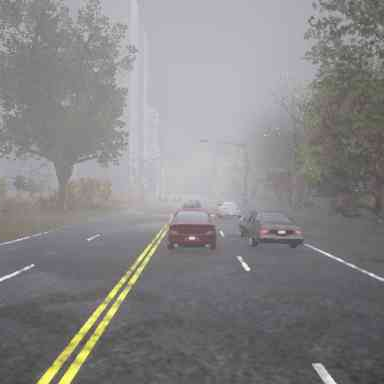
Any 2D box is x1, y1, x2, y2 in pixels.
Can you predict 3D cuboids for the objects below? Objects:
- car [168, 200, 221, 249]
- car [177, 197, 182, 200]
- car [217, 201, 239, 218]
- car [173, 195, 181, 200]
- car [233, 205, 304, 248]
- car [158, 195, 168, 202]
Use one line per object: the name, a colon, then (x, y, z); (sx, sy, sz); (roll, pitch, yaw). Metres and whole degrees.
car: (0.006, 1.427, 14.629); (1.882, 1.535, 5.008); (1, 3, 0)
car: (-0.029, 1.482, 29.645); (2.128, 1.511, 4.902); (-3, 1, 0)
car: (3.247, 1.512, 29.648); (1.812, 1.442, 4.674); (0, 1, 0)
car: (-3.251, 1.484, 75.992); (2.128, 1.511, 4.902); (0, 0, 0)
car: (3.267, 1.512, 14.645); (2.033, 1.411, 5.357); (1, 0, 0)
car: (-6.501, 1.483, 75.992); (1.812, 1.442, 4.674); (0, 0, 0)
